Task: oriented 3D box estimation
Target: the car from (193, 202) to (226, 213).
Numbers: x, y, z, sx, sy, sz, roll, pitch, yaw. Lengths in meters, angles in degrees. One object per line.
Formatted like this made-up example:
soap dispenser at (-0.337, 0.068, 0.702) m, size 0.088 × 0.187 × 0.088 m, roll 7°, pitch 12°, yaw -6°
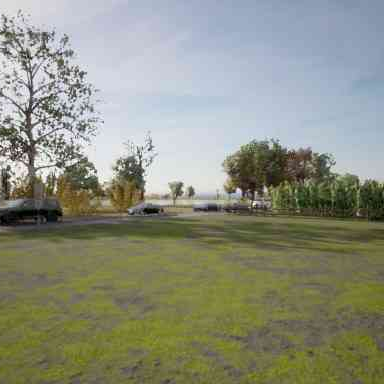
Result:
car at (2.296, 2.220, 48.438) m, size 2.033 × 1.411 × 5.357 m, roll -1°, pitch -2°, yaw 35°

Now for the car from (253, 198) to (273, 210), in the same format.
car at (12.516, 2.058, 58.158) m, size 2.150 × 2.045 × 5.566 m, roll -1°, pitch -2°, yaw 35°

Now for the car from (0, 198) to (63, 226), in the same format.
car at (-13.086, 1.493, 26.499) m, size 2.150 × 2.045 × 5.566 m, roll -1°, pitch -1°, yaw 35°

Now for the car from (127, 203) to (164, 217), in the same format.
car at (-5.194, 1.969, 37.781) m, size 2.128 × 1.511 × 4.902 m, roll -1°, pitch -2°, yaw 35°

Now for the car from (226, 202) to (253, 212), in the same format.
car at (6.582, 2.224, 49.572) m, size 2.033 × 1.411 × 5.357 m, roll -1°, pitch -2°, yaw 35°
